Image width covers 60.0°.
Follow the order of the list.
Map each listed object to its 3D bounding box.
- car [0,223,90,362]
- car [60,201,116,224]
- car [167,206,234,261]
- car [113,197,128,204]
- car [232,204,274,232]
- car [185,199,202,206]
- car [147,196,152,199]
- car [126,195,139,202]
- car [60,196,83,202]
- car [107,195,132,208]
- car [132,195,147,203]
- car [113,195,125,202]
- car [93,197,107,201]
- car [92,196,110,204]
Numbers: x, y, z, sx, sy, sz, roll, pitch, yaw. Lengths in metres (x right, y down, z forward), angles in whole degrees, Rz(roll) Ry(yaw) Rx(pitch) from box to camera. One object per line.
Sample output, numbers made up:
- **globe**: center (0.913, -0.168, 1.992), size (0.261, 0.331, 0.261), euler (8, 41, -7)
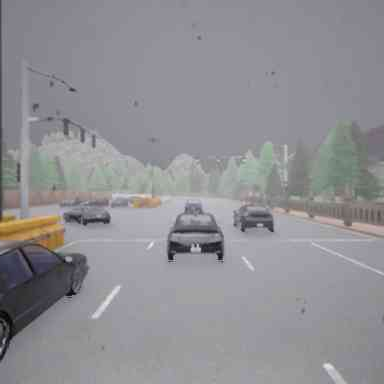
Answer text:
- **car**: center (-3.391, 1.549, 5.608), size (2.033, 1.411, 5.357), euler (0, 0, 0)
- **car**: center (-7.601, 1.574, 23.809), size (1.994, 1.385, 4.181), euler (0, 0, -43)
- **car**: center (0.118, 1.498, 12.269), size (2.128, 1.511, 4.902), euler (0, 0, 0)
- **car**: center (-13.903, 1.629, 65.017), size (1.895, 1.301, 4.718), euler (0, 0, 0)
- **car**: center (3.629, 1.515, 20.113), size (1.837, 1.490, 4.892), euler (0, 0, 0)
- **car**: center (0.155, 1.543, 37.041), size (1.812, 1.442, 4.674), euler (0, 0, 0)
- **car**: center (-10.384, 1.558, 77.622), size (1.812, 1.442, 4.674), euler (0, 0, 0)
- **car**: center (-13.883, 1.558, 78.299), size (2.128, 1.511, 4.902), euler (0, 0, 0)
- **car**: center (-17.499, 1.372, 48.394), size (2.097, 1.767, 4.553), euler (0, 0, 0)
- **car**: center (-10.500, 1.521, 48.510), size (1.837, 1.490, 4.892), euler (0, 1, 0)
- **car**: center (-10.431, 1.516, 62.886), size (2.128, 1.511, 4.902), euler (0, 0, 1)
- **car**: center (-17.382, 1.554, 78.896), size (1.812, 1.442, 4.674), euler (0, 0, 0)
- **car**: center (-13.984, 1.622, 50.424), size (1.895, 1.301, 4.718), euler (0, 0, 1)
- **car**: center (-17.405, 1.572, 63.951), size (2.033, 1.411, 5.357), euler (0, 0, 0)
